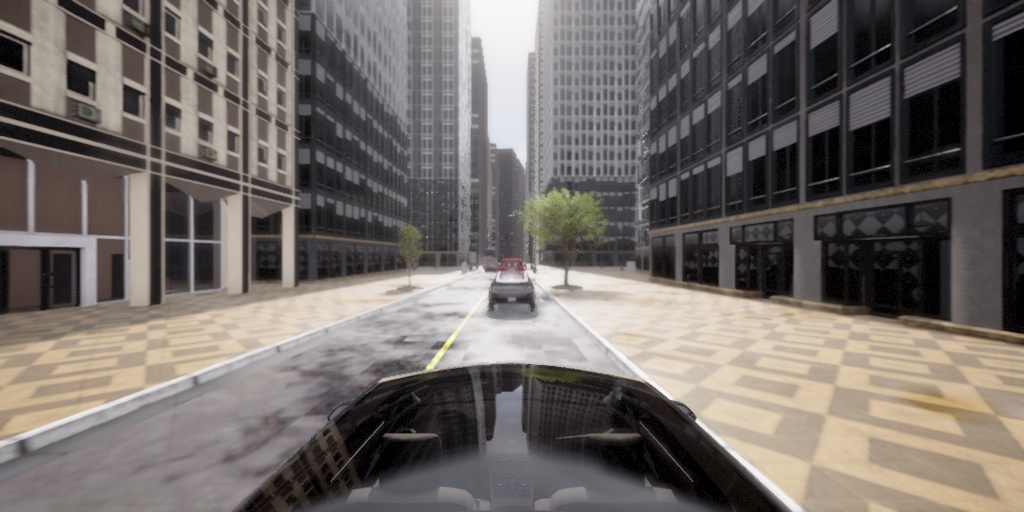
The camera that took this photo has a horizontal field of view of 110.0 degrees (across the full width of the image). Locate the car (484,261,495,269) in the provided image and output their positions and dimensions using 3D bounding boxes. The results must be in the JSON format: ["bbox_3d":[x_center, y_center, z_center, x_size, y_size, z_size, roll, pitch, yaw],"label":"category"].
[{"bbox_3d":[-3.047,1.649,54.467,2.097,1.767,4.553,0,-1,0],"label":"car"}]

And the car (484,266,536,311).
[{"bbox_3d":[0.012,1.377,15.346,2.128,1.511,4.902,0,0,0],"label":"car"}]

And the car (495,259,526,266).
[{"bbox_3d":[-0.006,1.253,29.415,2.150,2.045,5.566,0,0,0],"label":"car"}]
